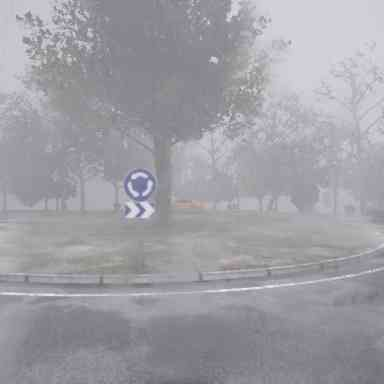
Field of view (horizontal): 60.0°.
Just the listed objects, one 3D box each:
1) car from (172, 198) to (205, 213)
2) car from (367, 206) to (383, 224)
[{"bbox_3d":[-1.098,1.471,36.754,5.008,1.535,1.882,0,0,5],"label":"car"},{"bbox_3d":[13.643,1.473,22.098,1.882,1.535,5.008,0,0,-2],"label":"car"}]
